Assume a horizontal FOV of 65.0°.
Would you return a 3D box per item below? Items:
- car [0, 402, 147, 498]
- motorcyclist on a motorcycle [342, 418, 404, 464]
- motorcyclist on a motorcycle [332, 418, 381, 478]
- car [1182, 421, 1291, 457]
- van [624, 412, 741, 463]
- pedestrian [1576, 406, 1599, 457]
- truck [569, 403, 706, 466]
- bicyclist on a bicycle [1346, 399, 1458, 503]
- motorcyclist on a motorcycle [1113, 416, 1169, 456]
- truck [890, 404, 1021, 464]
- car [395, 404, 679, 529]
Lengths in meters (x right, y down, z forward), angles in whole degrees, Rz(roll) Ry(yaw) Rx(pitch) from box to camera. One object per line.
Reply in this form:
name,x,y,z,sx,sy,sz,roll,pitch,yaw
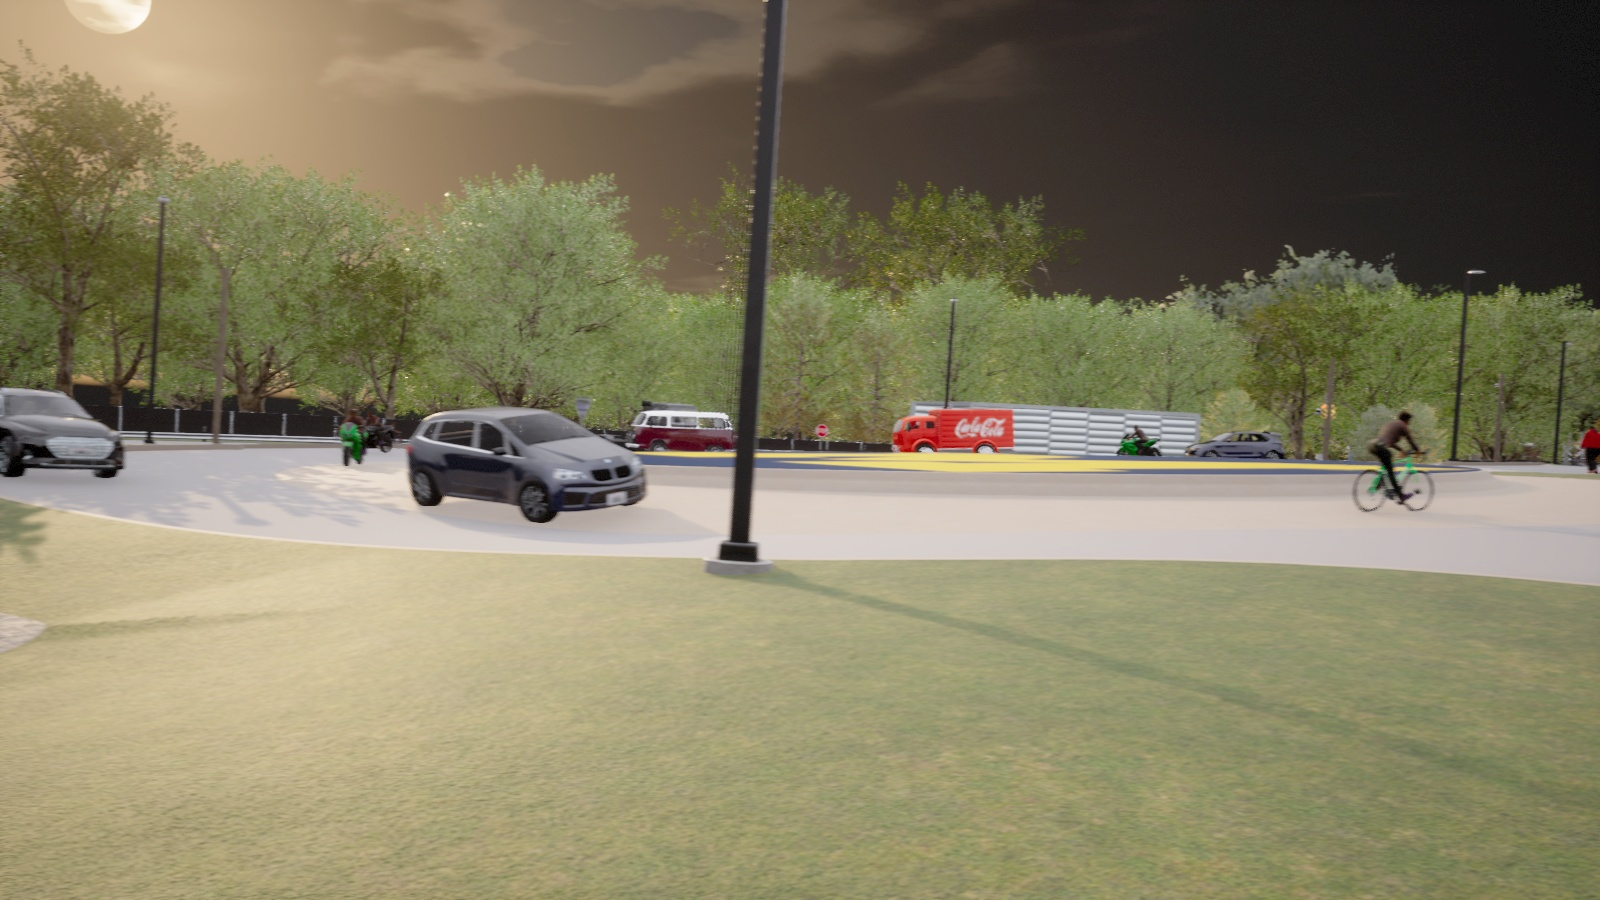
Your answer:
car,-14.887,-0.064,24.425,4.856,1.649,2.033,3,1,39
motorcyclist on a motorcycle,-14.834,-0.313,43.664,0.797,1.523,2.044,3,2,25
motorcyclist on a motorcycle,-11.696,-0.069,33.170,0.797,1.523,2.044,1,1,-7
car,19.350,-0.494,55.802,4.193,1.474,1.816,-1,1,-2
van,-4.979,-0.531,53.118,4.480,2.038,2.069,1,1,-21
pedestrian,29.311,-0.678,46.355,0.634,1.844,0.899,3,1,-4
truck,-9.516,-0.969,73.186,7.936,3.462,2.891,2,2,34
bicyclist on a bicycle,9.631,-0.008,20.082,1.656,1.620,0.582,-1,2,-20
motorcyclist on a motorcycle,13.303,-0.522,49.030,0.797,1.523,2.044,1,-1,-40
truck,6.889,-0.721,56.068,5.204,2.467,2.627,-2,0,-8
car,-4.590,0.179,21.681,4.611,1.667,2.242,3,9,38
